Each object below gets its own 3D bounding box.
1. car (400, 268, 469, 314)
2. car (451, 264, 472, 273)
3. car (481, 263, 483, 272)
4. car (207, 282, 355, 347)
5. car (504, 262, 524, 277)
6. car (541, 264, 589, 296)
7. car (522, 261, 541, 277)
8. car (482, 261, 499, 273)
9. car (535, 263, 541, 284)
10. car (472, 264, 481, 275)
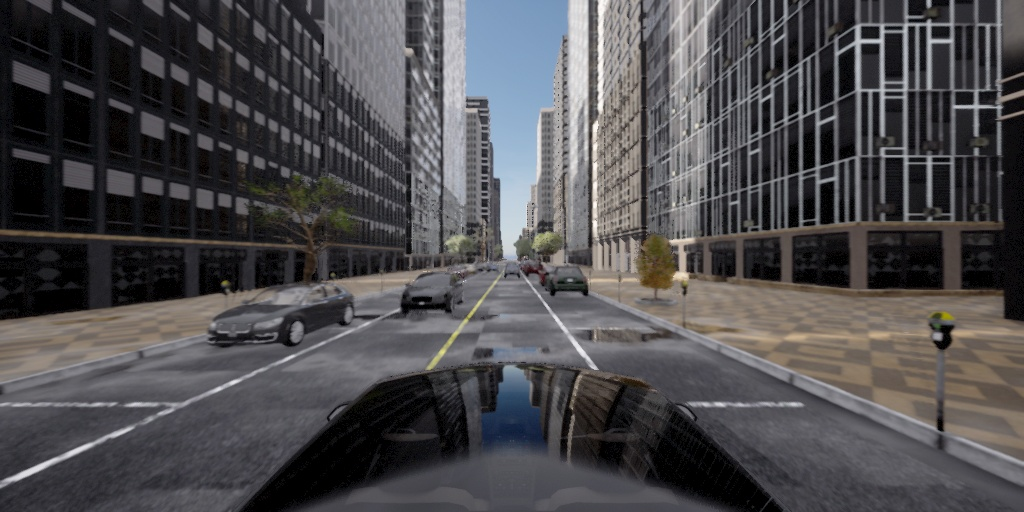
[{"bbox_3d":[-3.102,1.405,14.748,1.837,1.490,4.892,0,-1,0],"label":"car"},{"bbox_3d":[-5.699,1.605,37.901,1.967,1.591,4.097,0,0,0],"label":"car"},{"bbox_3d":[-5.703,1.991,60.634,1.948,1.339,4.313,0,0,0],"label":"car"},{"bbox_3d":[-5.693,1.390,9.485,2.007,1.370,4.403,0,0,0],"label":"car"},{"bbox_3d":[0.039,1.769,42.777,2.033,1.411,5.357,0,-1,1],"label":"car"},{"bbox_3d":[3.109,1.328,21.298,2.097,1.767,4.553,0,-1,0],"label":"car"},{"bbox_3d":[2.681,1.546,43.586,2.192,1.841,5.009,0,0,0],"label":"car"},{"bbox_3d":[-3.057,1.929,56.848,2.033,1.411,5.357,0,-1,1],"label":"car"},{"bbox_3d":[3.135,1.533,28.327,1.882,1.535,5.008,0,-1,0],"label":"car"},{"bbox_3d":[-5.700,1.821,49.098,1.751,1.417,4.829,0,0,0],"label":"car"}]
